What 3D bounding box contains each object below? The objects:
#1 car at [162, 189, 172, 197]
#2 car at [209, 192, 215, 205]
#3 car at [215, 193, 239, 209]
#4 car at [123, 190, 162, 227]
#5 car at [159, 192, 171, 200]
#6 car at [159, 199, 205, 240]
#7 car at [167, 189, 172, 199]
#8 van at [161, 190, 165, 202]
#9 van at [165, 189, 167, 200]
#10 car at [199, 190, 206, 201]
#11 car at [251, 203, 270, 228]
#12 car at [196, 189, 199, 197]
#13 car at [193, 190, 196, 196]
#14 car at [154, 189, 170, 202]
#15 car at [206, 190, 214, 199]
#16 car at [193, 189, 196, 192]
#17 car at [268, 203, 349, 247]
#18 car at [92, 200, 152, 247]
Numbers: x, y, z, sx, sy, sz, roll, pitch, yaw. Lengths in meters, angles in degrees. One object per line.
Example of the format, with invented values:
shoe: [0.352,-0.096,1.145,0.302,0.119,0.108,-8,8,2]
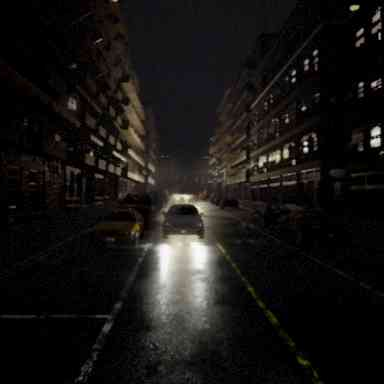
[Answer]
car: [-5.894,0.240,80.284,2.192,1.841,5.009,2,1,-3]
car: [3.721,1.034,41.911,1.887,1.381,4.507,2,1,-3]
car: [3.971,1.106,36.387,1.887,1.381,4.507,2,1,-3]
car: [-3.145,0.999,19.517,2.192,1.841,5.009,2,1,-3]
car: [-5.153,0.678,63.715,1.947,1.339,4.313,2,1,-3]
car: [-0.440,1.297,15.871,1.812,1.442,4.674,1,1,-3]
car: [-4.394,0.631,47.138,2.192,1.841,5.009,2,1,-3]
van: [-3.645,0.872,30.564,1.690,1.788,3.998,2,1,-3]
van: [-3.896,0.799,36.089,1.690,1.788,3.998,2,1,-3]
car: [2.946,0.596,58.483,2.192,1.841,5.009,2,1,-3]
car: [4.720,1.338,19.814,2.008,1.369,4.403,2,1,-3]
car: [2.441,0.591,69.535,1.967,1.590,4.097,2,1,-3]
car: [1.937,0.610,80.587,1.802,1.307,4.206,2,1,-3]
car: [-4.644,0.561,52.661,2.192,1.841,5.009,2,1,-3]
car: [3.483,0.859,47.436,1.967,1.590,4.097,2,1,-3]
car: [1.445,0.229,91.636,2.192,1.841,5.009,2,0,-3]
car: [4.970,1.412,14.288,1.887,1.381,4.507,2,1,-3]
car: [-2.896,1.291,13.824,1.752,1.417,4.829,2,1,-3]
